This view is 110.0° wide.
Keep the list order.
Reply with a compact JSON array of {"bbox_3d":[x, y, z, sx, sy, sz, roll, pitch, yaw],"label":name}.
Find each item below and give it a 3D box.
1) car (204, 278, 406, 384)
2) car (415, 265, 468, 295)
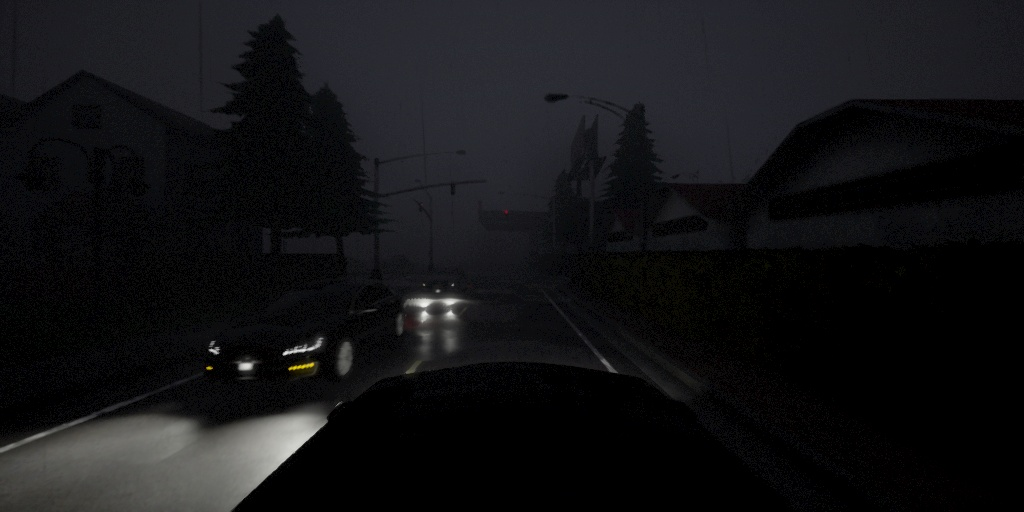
[{"bbox_3d":[-3.594,1.254,7.277,1.837,1.490,4.892,0,0,0],"label":"car"},{"bbox_3d":[-3.526,1.282,19.746,2.033,1.411,5.357,0,0,0],"label":"car"}]
